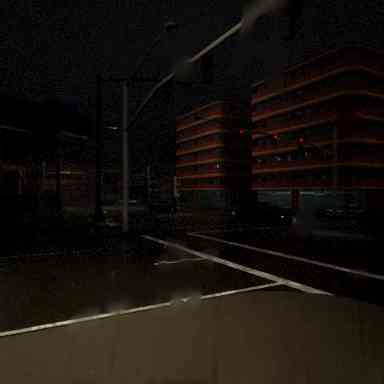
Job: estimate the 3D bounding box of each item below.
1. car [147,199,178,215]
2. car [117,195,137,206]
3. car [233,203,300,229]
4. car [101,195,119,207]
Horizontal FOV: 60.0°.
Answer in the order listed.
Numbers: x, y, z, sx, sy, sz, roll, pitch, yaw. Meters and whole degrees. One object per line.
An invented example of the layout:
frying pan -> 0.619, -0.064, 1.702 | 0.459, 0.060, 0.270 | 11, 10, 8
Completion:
car -> -3.167, 1.504, 34.824 | 1.837, 1.490, 4.892 | 0, 0, -30
car -> -10.813, 1.601, 55.084 | 1.895, 1.301, 4.718 | 0, 0, -31
car -> 4.787, 1.492, 21.952 | 2.128, 1.511, 4.902 | 0, 0, -35
car -> -13.675, 1.601, 52.710 | 1.895, 1.301, 4.718 | 0, 0, -30
